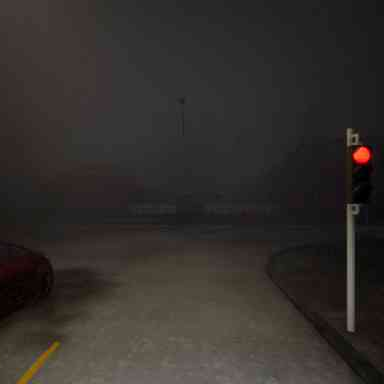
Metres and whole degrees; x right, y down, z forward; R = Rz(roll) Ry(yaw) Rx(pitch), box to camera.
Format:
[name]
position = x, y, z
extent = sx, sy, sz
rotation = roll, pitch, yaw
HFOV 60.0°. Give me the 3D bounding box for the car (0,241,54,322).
[car]
position = -4.046, 1.564, 5.639
extent = 1.994, 1.385, 4.181
rotation = 0, 0, 1
